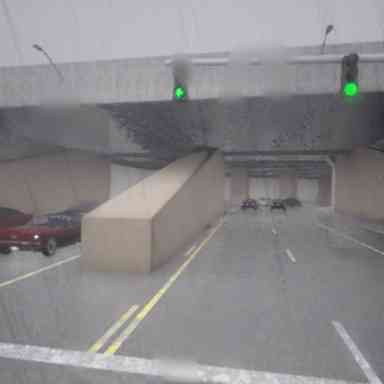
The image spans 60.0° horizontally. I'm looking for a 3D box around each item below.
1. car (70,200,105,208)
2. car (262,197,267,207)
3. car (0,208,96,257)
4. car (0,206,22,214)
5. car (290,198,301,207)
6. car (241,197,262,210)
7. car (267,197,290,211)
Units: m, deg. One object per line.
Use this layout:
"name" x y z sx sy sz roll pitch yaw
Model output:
"car" -7.125 1.338 23.029 2.128 1.511 4.902 1 0 10
"car" 11.421 1.544 51.843 1.812 1.442 4.674 1 0 35
"car" -5.304 1.497 12.781 1.895 1.301 4.718 1 0 10
"car" -8.685 1.327 13.767 1.882 1.535 5.008 1 0 10
"car" 15.242 1.596 51.231 1.812 1.442 4.674 1 0 39
"car" 7.313 1.536 42.090 2.033 1.411 5.357 1 0 16
"car" 10.872 1.584 41.907 2.033 1.411 5.357 1 0 15
